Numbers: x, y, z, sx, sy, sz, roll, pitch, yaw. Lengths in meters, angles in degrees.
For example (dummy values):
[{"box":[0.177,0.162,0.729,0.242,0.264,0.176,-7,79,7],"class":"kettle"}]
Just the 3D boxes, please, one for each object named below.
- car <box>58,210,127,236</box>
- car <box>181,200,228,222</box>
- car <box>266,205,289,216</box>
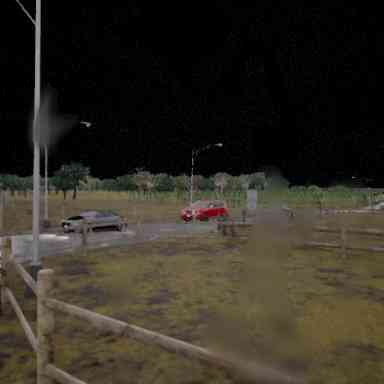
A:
[{"box":[-5.981,1.819,20.405,1.994,1.385,4.181,1,-1,35],"class":"car"},{"box":[1.271,1.754,30.715,2.150,2.045,5.566,1,-1,35],"class":"car"},{"box":[11.829,2.500,45.627,1.837,1.490,4.892,1,-1,36],"class":"car"}]
